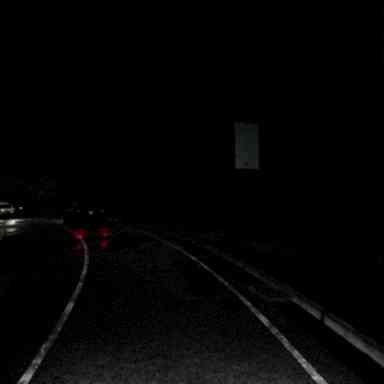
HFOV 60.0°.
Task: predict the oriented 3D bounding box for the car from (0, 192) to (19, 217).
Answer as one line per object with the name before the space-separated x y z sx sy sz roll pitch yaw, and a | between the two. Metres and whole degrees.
car | -18.433 1.244 30.566 5.566 2.045 2.150 0 -1 39

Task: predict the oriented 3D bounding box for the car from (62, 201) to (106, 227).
car | -7.782 1.392 23.656 2.097 1.767 4.553 0 0 -32

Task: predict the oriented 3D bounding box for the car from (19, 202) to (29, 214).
car | -19.084 1.653 35.171 4.181 1.385 1.994 -1 -1 37
